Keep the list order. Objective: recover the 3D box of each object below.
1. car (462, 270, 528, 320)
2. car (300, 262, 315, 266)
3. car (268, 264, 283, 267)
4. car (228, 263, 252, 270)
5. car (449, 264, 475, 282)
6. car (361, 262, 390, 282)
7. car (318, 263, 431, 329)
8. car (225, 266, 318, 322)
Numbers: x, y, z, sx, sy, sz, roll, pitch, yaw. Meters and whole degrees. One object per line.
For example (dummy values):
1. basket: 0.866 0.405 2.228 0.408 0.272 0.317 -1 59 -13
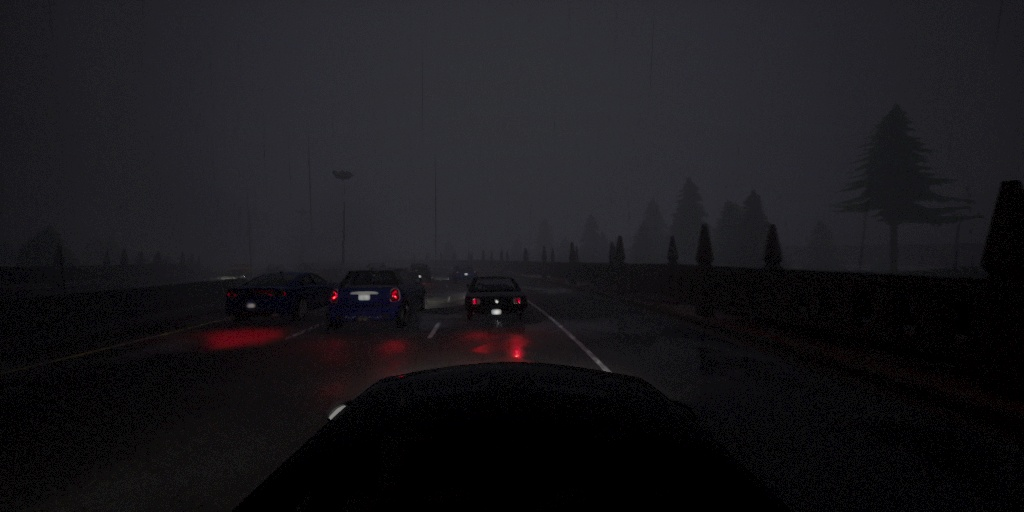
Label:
1. car: -0.686 1.363 12.760 1.895 1.301 4.718 0 0 -6
2. car: -24.208 1.515 42.502 1.837 1.490 4.892 0 -1 -27
3. car: -28.131 1.647 42.545 1.895 1.301 4.718 0 0 -28
4. car: -31.977 1.561 42.256 1.882 1.535 5.008 0 -1 -30
5. car: -4.078 1.373 29.699 1.994 1.385 4.181 0 0 -16
6. car: -11.963 1.362 31.670 2.128 1.511 4.902 0 0 -17
7. car: -4.136 1.131 11.689 2.097 1.767 4.553 0 0 -5
8. car: -7.752 1.277 12.727 1.882 1.535 5.008 0 0 -7
